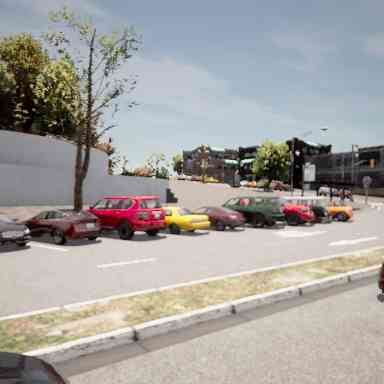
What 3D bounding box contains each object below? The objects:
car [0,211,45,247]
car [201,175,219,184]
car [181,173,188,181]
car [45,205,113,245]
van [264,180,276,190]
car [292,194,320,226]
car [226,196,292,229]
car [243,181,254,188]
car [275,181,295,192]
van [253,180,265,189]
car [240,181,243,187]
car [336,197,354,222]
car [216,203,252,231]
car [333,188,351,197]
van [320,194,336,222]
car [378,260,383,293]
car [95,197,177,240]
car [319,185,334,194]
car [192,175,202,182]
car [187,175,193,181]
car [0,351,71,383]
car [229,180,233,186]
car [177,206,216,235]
[{"bbox_3d":[-8.743,1.497,13.978,4.892,1.521,2.231,-1,-1,35],"label":"car"},{"bbox_3d":[5.229,-2.950,86.021,1.946,1.575,5.366,7,3,34],"label":"car"},{"bbox_3d":[-0.141,-3.860,93.221,2.185,1.767,4.553,4,1,33],"label":"car"},{"bbox_3d":[-6.322,1.540,15.723,4.792,1.488,2.163,-1,-1,35],"label":"car"},{"bbox_3d":[17.198,-1.267,68.517,1.878,1.987,4.442,7,3,35],"label":"van"},{"bbox_3d":[5.994,1.346,24.382,5.566,2.045,2.435,-1,-1,35],"label":"car"},{"bbox_3d":[3.480,1.329,22.678,5.566,2.045,2.435,-1,-1,35],"label":"car"},{"bbox_3d":[13.898,-1.587,73.722,1.946,1.575,5.366,7,3,35],"label":"car"},{"bbox_3d":[18.955,-0.768,66.153,2.231,1.521,4.892,7,3,35],"label":"car"},{"bbox_3d":[15.471,-1.540,70.990,1.878,1.987,4.442,7,3,35],"label":"van"},{"bbox_3d":[12.068,-1.819,76.043,2.002,1.452,4.674,7,3,35],"label":"car"},{"bbox_3d":[10.943,1.507,27.799,4.553,1.767,2.185,-1,-1,35],"label":"car"},{"bbox_3d":[1.051,1.602,20.920,4.674,1.452,2.002,-1,-1,35],"label":"car"},{"bbox_3d":[25.849,0.360,56.289,2.002,1.452,4.674,7,3,35],"label":"car"},{"bbox_3d":[8.533,1.388,26.050,4.442,1.987,1.878,-1,-1,35],"label":"van"},{"bbox_3d":[6.026,1.613,7.425,4.181,1.385,1.994,0,0,-35],"label":"car"},{"bbox_3d":[-3.876,1.276,17.468,5.566,2.045,2.435,-1,-1,35],"label":"car"},{"bbox_3d":[24.161,-0.202,58.763,2.435,2.045,5.566,7,3,35],"label":"car"},{"bbox_3d":[3.380,-3.474,88.283,2.435,2.045,5.566,7,3,34],"label":"car"},{"bbox_3d":[1.588,-3.626,90.750,2.185,1.767,4.553,6,3,34],"label":"car"},{"bbox_3d":[-2.814,1.498,1.126,4.892,1.490,1.837,0,0,-35],"label":"car"},{"bbox_3d":[10.328,-2.092,78.507,2.002,1.452,4.674,7,3,35],"label":"car"},{"bbox_3d":[-1.556,1.544,19.294,5.366,1.575,1.946,-1,-1,35],"label":"car"}]
